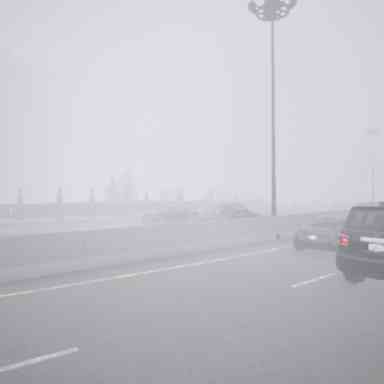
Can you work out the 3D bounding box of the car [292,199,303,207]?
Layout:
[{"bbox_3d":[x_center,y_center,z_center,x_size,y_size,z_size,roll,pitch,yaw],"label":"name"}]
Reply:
[{"bbox_3d":[19.646,2.054,61.930,2.033,1.411,5.357,0,-1,17],"label":"car"}]

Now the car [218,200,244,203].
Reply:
[{"bbox_3d":[2.568,1.523,25.361,2.097,1.767,4.553,-1,-1,43],"label":"car"}]

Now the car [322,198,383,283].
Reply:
[{"bbox_3d":[5.890,1.273,8.773,5.566,2.045,2.150,0,0,-41],"label":"car"}]

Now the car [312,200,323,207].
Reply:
[{"bbox_3d":[22.945,2.080,60.796,1.895,1.301,4.718,0,-1,17],"label":"car"}]

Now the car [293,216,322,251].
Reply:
[{"bbox_3d":[5.889,1.647,13.574,4.181,1.385,1.994,0,-1,-43],"label":"car"}]

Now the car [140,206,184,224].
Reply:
[{"bbox_3d":[-1.708,1.775,25.872,1.895,1.301,4.718,0,-1,44],"label":"car"}]

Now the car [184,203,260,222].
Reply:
[{"bbox_3d":[2.199,1.620,19.957,4.902,1.511,2.128,0,0,-45],"label":"car"}]
